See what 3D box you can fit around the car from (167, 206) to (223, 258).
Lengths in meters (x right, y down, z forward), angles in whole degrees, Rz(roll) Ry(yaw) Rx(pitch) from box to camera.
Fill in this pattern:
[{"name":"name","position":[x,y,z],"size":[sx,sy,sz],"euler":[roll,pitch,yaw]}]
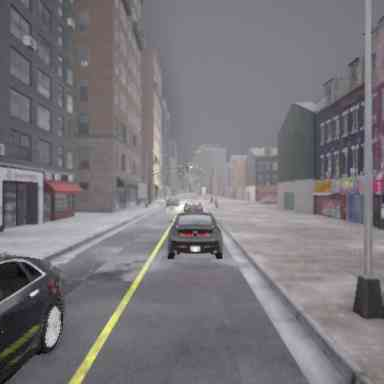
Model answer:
[{"name":"car","position":[0.105,1.487,12.616],"size":[1.837,1.490,4.892],"euler":[0,0,0]}]

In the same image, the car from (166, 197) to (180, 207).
[{"name":"car","position":[-2.729,1.465,48.303],"size":[2.033,1.411,5.357],"euler":[0,0,0]}]

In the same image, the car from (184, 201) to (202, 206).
[{"name":"car","position":[0.114,1.536,32.938],"size":[1.895,1.301,4.718],"euler":[0,0,0]}]

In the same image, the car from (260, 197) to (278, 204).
[{"name":"car","position":[13.914,1.455,56.052],"size":[4.829,1.417,1.752],"euler":[0,-1,0]}]

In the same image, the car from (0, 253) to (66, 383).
[{"name":"car","position":[-2.849,1.502,3.281],"size":[1.837,1.490,4.892],"euler":[0,0,0]}]
